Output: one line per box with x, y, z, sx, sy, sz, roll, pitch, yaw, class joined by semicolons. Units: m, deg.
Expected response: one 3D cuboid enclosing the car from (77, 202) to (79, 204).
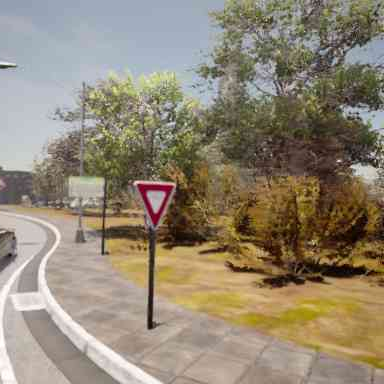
-25.066;2.475;63.873;5.008;1.535;2.097;2;-4;-9;car

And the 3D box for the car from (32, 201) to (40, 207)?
-31.810;2.821;70.585;1.994;1.385;4.181;2;-3;-9;car

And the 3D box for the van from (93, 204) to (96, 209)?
-29.519;3.751;91.026;4.442;1.987;1.878;2;-3;-9;van

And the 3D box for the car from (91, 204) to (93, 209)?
-28.754;3.731;85.566;4.792;1.488;2.163;2;-3;-9;car

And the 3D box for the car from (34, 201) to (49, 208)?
-37.019;3.099;81.975;2.097;1.767;4.553;2;-3;-9;car

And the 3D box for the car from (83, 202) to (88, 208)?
-27.377;3.143;77.428;4.553;1.767;2.185;2;-3;-10;car

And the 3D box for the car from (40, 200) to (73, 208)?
-24.608;2.309;61.161;4.892;1.521;2.231;2;-4;-9;car

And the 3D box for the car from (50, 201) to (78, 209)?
-25.512;2.641;66.584;4.892;1.521;2.231;2;-4;-9;car

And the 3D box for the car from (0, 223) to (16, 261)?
-6.972;1.623;10.626;2.128;1.511;4.902;2;-1;-18;car

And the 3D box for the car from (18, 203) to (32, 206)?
-35.008;2.721;70.017;1.994;1.385;4.181;2;-3;-9;car

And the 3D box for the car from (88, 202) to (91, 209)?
-28.264;3.600;82.855;4.674;1.452;2.002;2;-3;-9;car
